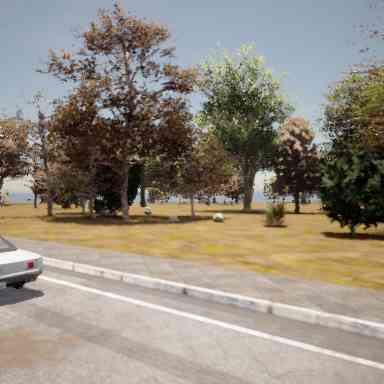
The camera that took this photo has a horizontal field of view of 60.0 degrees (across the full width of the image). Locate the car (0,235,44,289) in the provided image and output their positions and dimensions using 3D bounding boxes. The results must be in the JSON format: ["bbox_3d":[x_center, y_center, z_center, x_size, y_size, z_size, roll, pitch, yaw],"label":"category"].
[{"bbox_3d":[-5.691,1.602,7.908,4.718,1.301,1.895,0,0,34],"label":"car"}]
